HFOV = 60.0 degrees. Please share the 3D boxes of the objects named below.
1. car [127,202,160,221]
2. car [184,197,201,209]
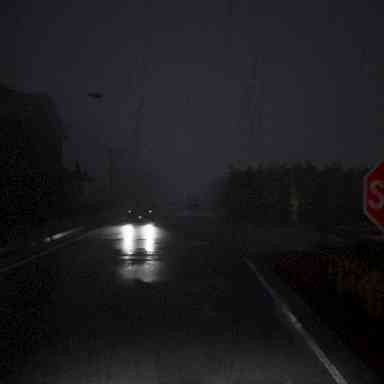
[{"bbox_3d":[-3.587,1.421,25.193,1.895,1.301,4.718,0,0,0],"label":"car"},{"bbox_3d":[0.057,1.262,40.069,2.033,1.411,5.357,0,0,0],"label":"car"}]
